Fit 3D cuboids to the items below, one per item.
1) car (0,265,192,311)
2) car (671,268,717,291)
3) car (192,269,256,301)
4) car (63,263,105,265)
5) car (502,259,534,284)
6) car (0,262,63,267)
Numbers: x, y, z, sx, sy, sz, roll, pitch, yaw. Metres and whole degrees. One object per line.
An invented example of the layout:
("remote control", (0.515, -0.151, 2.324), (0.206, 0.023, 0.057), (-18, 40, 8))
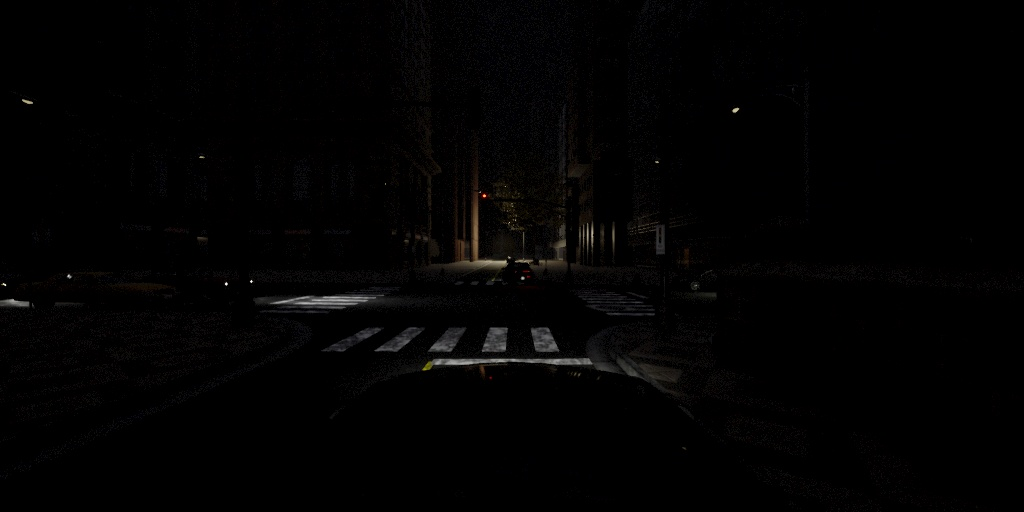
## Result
("car", (-14.965, 1.146, 13.083), (4.829, 1.417, 1.751), (0, 0, 0))
("car", (11.877, 1.381, 21.521), (4.403, 1.370, 2.007), (0, 0, 0))
("car", (-14.102, 1.231, 15.741), (4.718, 1.301, 1.895), (1, 0, 0))
("car", (-26.358, 1.065, 21.645), (4.313, 1.339, 1.948), (0, 0, 0))
("car", (0.405, 1.220, 26.573), (1.837, 1.490, 4.892), (-2, 1, -8))
("car", (-23.846, 1.076, 15.774), (5.357, 1.411, 2.033), (1, 0, 0))
